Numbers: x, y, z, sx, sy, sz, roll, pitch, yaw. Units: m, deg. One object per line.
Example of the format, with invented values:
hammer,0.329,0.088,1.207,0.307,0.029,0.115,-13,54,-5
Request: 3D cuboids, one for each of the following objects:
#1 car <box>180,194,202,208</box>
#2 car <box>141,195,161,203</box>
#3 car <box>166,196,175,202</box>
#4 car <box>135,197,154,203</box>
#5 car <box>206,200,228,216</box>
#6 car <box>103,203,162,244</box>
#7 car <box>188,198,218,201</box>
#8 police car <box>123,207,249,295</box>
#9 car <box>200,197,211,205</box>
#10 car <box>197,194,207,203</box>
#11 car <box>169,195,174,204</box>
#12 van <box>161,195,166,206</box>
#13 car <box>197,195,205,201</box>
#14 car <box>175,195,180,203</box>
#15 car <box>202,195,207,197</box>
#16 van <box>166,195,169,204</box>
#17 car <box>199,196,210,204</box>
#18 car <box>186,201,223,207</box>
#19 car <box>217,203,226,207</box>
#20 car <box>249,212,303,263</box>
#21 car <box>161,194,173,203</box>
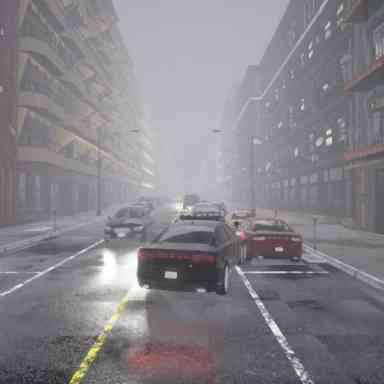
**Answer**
car,-0.093,1.291,44.634,2.150,2.045,5.566,0,0,0
car,-5.374,1.373,39.690,2.192,1.841,5.009,2,0,0
car,-5.476,1.779,83.932,1.947,1.339,4.313,1,0,0
car,-5.368,1.571,33.988,1.752,1.417,4.829,2,0,0
car,2.512,1.590,34.111,1.887,1.381,4.507,1,0,0
car,-2.883,1.505,16.102,2.128,1.511,4.902,0,0,0
car,0.772,1.482,24.847,1.801,1.575,5.366,0,0,0
police car,0.256,1.431,9.033,1.930,1.638,5.238,0,0,15
car,2.453,1.667,61.765,1.887,1.381,4.507,1,0,0
car,2.388,1.503,78.359,2.192,1.841,5.009,1,0,0
car,-5.434,1.459,67.341,2.192,1.841,5.009,1,0,0
van,-5.398,1.427,50.748,1.690,1.788,3.998,2,0,0
car,2.361,1.680,89.422,1.967,1.590,4.097,1,0,0
car,-2.915,1.537,77.635,2.097,1.767,4.553,0,0,0
car,2.465,1.648,56.235,1.887,1.381,4.507,1,0,0
van,-5.411,1.445,56.280,1.690,1.788,3.998,1,0,0
car,2.451,1.584,67.297,1.967,1.590,4.097,1,0,0
car,0.785,1.495,18.653,1.882,1.535,5.008,0,0,0
car,2.547,1.541,17.691,1.752,1.417,4.829,1,0,0
car,2.559,1.554,11.989,1.887,1.381,4.507,1,0,0
car,-5.445,1.481,72.871,2.192,1.841,5.009,1,0,0
